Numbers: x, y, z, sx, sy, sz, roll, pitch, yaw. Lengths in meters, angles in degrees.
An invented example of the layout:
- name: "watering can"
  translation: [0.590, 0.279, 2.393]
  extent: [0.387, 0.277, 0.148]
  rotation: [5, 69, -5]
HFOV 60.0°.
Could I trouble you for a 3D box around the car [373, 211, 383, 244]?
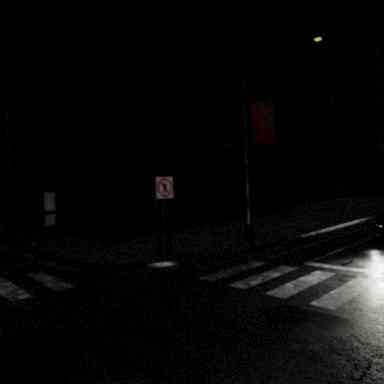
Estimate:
- name: "car"
  translation: [8.542, 1.084, 12.773]
  extent: [4.902, 1.511, 2.128]
  rotation: [-3, 1, -44]
